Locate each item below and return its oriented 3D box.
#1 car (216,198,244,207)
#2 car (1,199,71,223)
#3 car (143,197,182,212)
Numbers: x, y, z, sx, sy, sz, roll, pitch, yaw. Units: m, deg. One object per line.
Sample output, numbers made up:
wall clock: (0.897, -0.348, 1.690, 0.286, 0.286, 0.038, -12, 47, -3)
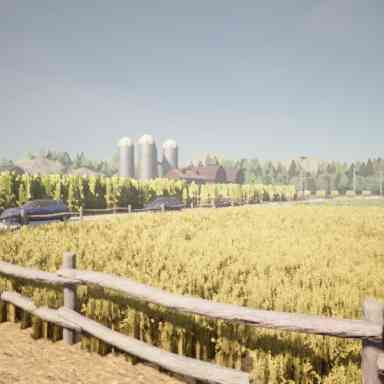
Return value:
car: (4.740, 1.491, 40.761, 2.128, 1.511, 4.902, 0, 0, 35)
car: (-11.176, 1.351, 24.017, 2.097, 1.767, 4.553, 0, 0, 35)
car: (-3.123, 1.352, 35.337, 2.097, 1.767, 4.553, 0, 0, 36)
